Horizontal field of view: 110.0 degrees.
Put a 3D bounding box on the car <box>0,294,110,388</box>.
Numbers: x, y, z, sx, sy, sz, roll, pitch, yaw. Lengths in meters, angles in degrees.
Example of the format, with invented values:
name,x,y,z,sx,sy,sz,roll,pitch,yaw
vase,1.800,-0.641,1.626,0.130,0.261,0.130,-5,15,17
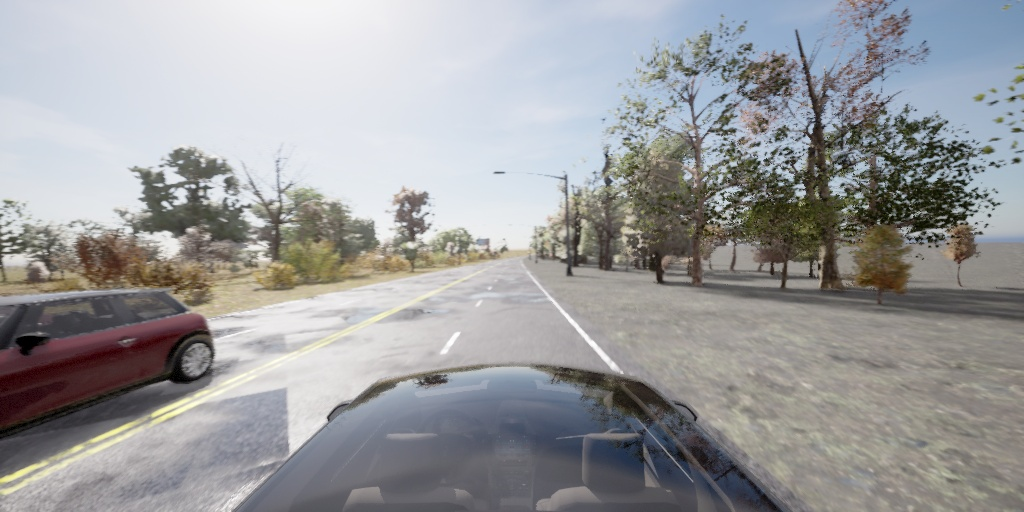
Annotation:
name,x,y,z,sx,sy,sz,roll,pitch,yaw
car,-9.687,1.567,5.481,1.812,1.442,4.674,-2,0,0

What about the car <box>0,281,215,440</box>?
name,x,y,z,sx,sy,sz,roll,pitch,yaw
car,-6.444,1.295,4.537,2.097,1.767,4.553,-2,0,0
